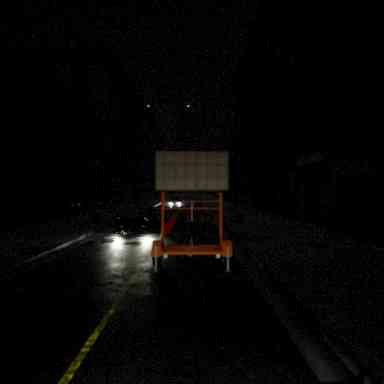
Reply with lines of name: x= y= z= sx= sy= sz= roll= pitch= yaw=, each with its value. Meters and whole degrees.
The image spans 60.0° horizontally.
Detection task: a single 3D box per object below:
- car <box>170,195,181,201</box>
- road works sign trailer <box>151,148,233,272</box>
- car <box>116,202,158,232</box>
car: x=-3.053 y=1.199 z=62.636 sx=1.895 sy=1.301 sz=4.718 roll=0 pitch=0 yaw=1
road works sign trailer: x=-0.003 y=0.404 z=10.558 sx=2.380 sy=3.560 sz=2.880 roll=0 pitch=0 yaw=0
car: x=-3.106 y=1.363 z=19.603 sx=1.882 sy=1.535 sz=5.008 roll=0 pitch=0 yaw=0
